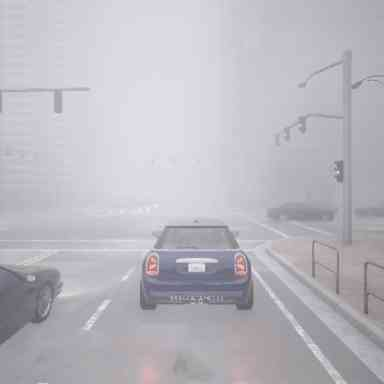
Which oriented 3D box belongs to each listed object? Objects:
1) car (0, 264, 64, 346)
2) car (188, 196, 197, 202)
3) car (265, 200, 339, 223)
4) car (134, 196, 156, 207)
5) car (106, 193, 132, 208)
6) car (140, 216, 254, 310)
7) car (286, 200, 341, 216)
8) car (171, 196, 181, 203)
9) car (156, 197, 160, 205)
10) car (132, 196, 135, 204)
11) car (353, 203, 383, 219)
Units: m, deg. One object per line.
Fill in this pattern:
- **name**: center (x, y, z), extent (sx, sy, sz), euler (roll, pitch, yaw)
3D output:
- **car**: center (-3.414, 1.547, 4.121), extent (2.033, 1.411, 5.357), euler (0, 0, -1)
- **car**: center (0.117, 1.553, 72.611), extent (1.994, 1.385, 4.181), euler (0, 0, 0)
- **car**: center (8.064, 1.477, 24.990), extent (5.008, 1.535, 1.882), euler (0, 0, 0)
- **car**: center (-7.017, 1.564, 50.385), extent (1.994, 1.385, 4.181), euler (0, 0, 0)
- **car**: center (-10.522, 1.352, 48.122), extent (2.097, 1.767, 4.553), euler (0, 0, 0)
- **car**: center (0.092, 1.352, 7.980), extent (2.097, 1.767, 4.553), euler (0, 0, 0)
- **car**: center (11.705, 1.526, 32.157), extent (4.674, 1.442, 1.812), euler (0, 0, 1)
- **car**: center (-3.299, 1.477, 67.903), extent (1.882, 1.535, 5.008), euler (0, 0, 0)
- **car**: center (-6.976, 1.601, 60.345), extent (1.895, 1.301, 4.718), euler (0, 0, 0)
- **car**: center (-10.485, 1.505, 58.067), extent (1.837, 1.490, 4.892), euler (0, 0, 0)
- **car**: center (16.500, 1.601, 28.615), extent (4.718, 1.301, 1.895), euler (0, 0, 1)
